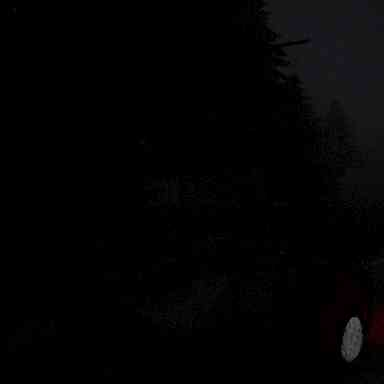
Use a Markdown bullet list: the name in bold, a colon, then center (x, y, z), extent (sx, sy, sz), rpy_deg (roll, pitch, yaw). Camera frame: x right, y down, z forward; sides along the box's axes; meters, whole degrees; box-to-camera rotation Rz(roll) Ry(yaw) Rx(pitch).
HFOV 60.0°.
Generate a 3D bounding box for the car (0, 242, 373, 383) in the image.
- **car**: center (0.352, 1.473, 4.114), extent (5.008, 1.535, 1.882), rpy_deg (0, 0, -38)

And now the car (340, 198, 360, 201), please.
- **car**: center (22.305, 1.311, 48.831), extent (1.882, 1.535, 5.008), rpy_deg (0, 0, -25)
